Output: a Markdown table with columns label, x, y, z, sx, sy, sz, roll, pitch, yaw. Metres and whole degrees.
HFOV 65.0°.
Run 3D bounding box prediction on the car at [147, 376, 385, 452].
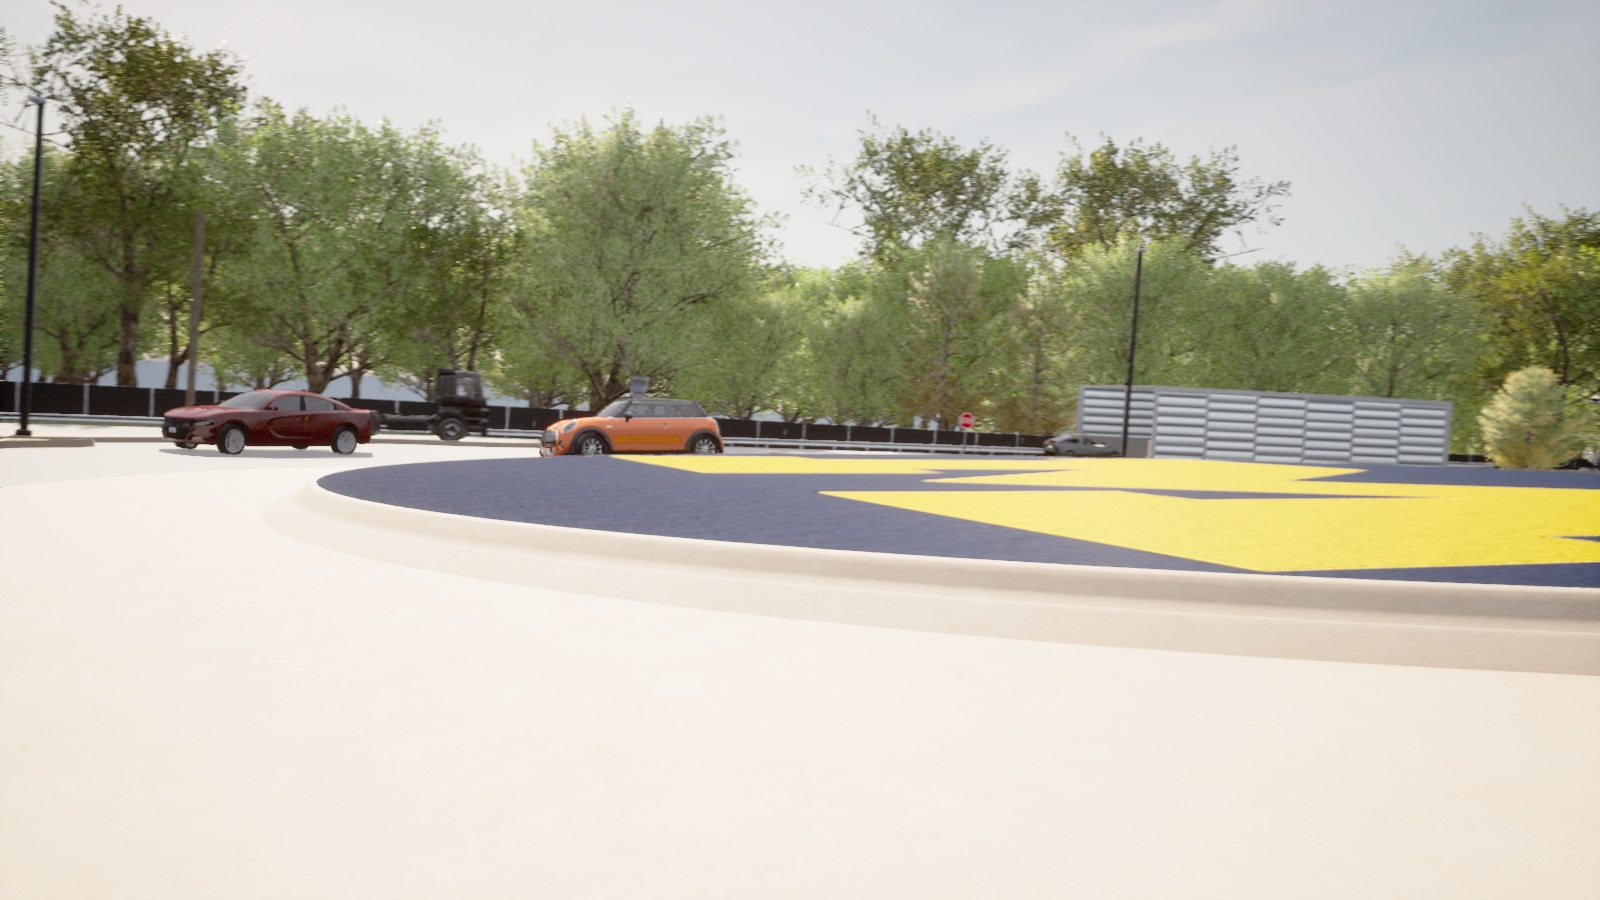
| label | x | y | z | sx | sy | sz | roll | pitch | yaw |
| --- | --- | --- | --- | --- | --- | --- | --- | --- | --- |
| car | -12.614 | -0.803 | 30.029 | 1.882 | 1.535 | 5.008 | 6 | 3 | 31 |

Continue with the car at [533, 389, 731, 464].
| label | x | y | z | sx | sy | sz | roll | pitch | yaw |
| --- | --- | --- | --- | --- | --- | --- | --- | --- | --- |
| car | -4.287 | -0.551 | 32.082 | 4.553 | 1.767 | 2.097 | 1 | -1 | -28 |

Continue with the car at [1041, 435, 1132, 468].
| label | x | y | z | sx | sy | sz | roll | pitch | yaw |
| --- | --- | --- | --- | --- | --- | --- | --- | --- | --- |
| car | 16.103 | 0.082 | 70.581 | 4.514 | 1.525 | 2.007 | 2 | 3 | -18 |

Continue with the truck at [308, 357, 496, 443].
| label | x | y | z | sx | sy | sz | roll | pitch | yaw |
| --- | --- | --- | --- | --- | --- | --- | --- | --- | --- |
| truck | -18.354 | -2.291 | 58.008 | 7.936 | 3.462 | 2.891 | 2 | 3 | -20 |
